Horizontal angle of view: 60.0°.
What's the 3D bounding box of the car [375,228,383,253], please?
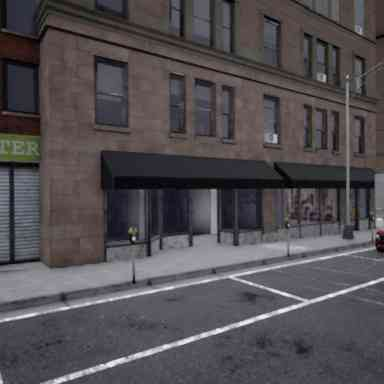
[{"bbox_3d":[8.778,1.582,12.807,4.507,1.381,1.887,0,-1,-36],"label":"car"}]
